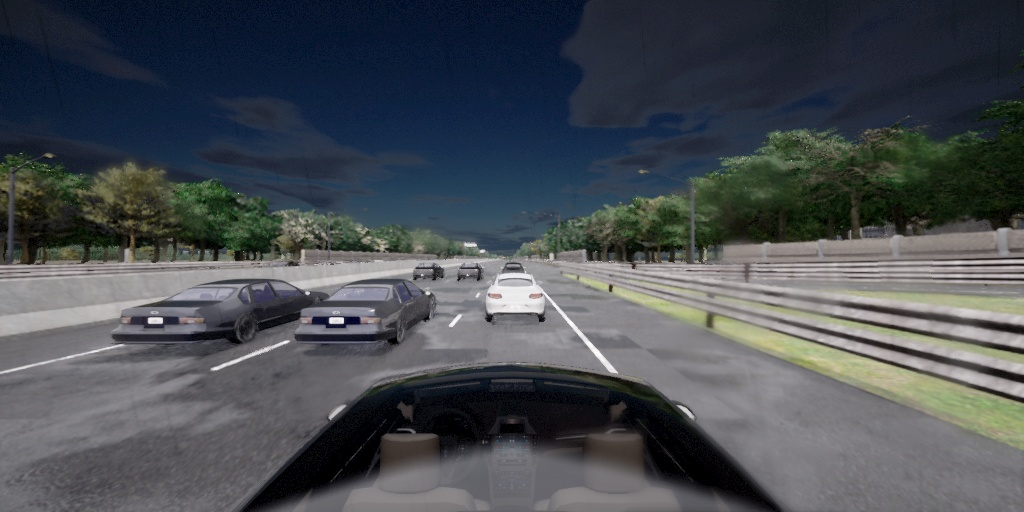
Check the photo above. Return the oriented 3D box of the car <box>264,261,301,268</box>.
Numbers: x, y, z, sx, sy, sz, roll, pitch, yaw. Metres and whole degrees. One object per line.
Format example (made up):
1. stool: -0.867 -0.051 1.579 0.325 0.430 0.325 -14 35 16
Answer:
1. car: -24.513 1.322 38.404 1.837 1.490 4.892 0 -1 1

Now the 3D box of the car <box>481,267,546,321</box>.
1. car: 0.102 1.282 12.350 1.812 1.442 4.674 0 0 0

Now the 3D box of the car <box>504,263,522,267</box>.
1. car: 0.107 1.294 30.295 1.837 1.490 4.892 0 0 0

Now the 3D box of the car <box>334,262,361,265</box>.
1. car: -17.497 1.386 39.912 1.994 1.385 4.181 0 0 0

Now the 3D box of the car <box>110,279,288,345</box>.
1. car: -6.898 1.302 9.444 2.033 1.411 5.357 0 0 0

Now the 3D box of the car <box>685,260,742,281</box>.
1. car: 17.040 1.173 30.588 2.097 1.767 4.553 0 -1 -21

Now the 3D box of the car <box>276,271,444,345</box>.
1. car: -3.398 1.302 9.450 2.033 1.411 5.357 0 0 0

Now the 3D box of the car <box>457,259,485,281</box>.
1. car: -3.394 1.280 30.113 2.128 1.511 4.902 0 0 0

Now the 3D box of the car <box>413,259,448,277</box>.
1. car: -6.894 1.280 30.089 2.128 1.511 4.902 0 0 0

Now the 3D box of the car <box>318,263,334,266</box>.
1. car: -20.992 1.422 40.134 1.895 1.301 4.718 0 0 0
